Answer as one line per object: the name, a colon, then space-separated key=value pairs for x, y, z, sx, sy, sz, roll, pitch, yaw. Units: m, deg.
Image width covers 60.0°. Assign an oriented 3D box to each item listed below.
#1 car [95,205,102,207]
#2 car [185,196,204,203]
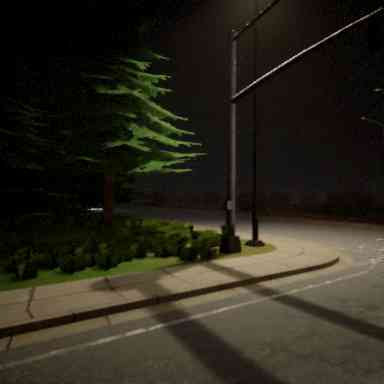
car: x=-14.898 y=1.724 z=49.630 sx=1.994 sy=1.385 sz=4.181 roll=1 pitch=0 yaw=-34
car: x=0.861 y=1.693 z=74.029 sx=4.553 sy=1.767 sz=2.097 roll=1 pitch=0 yaw=-32
